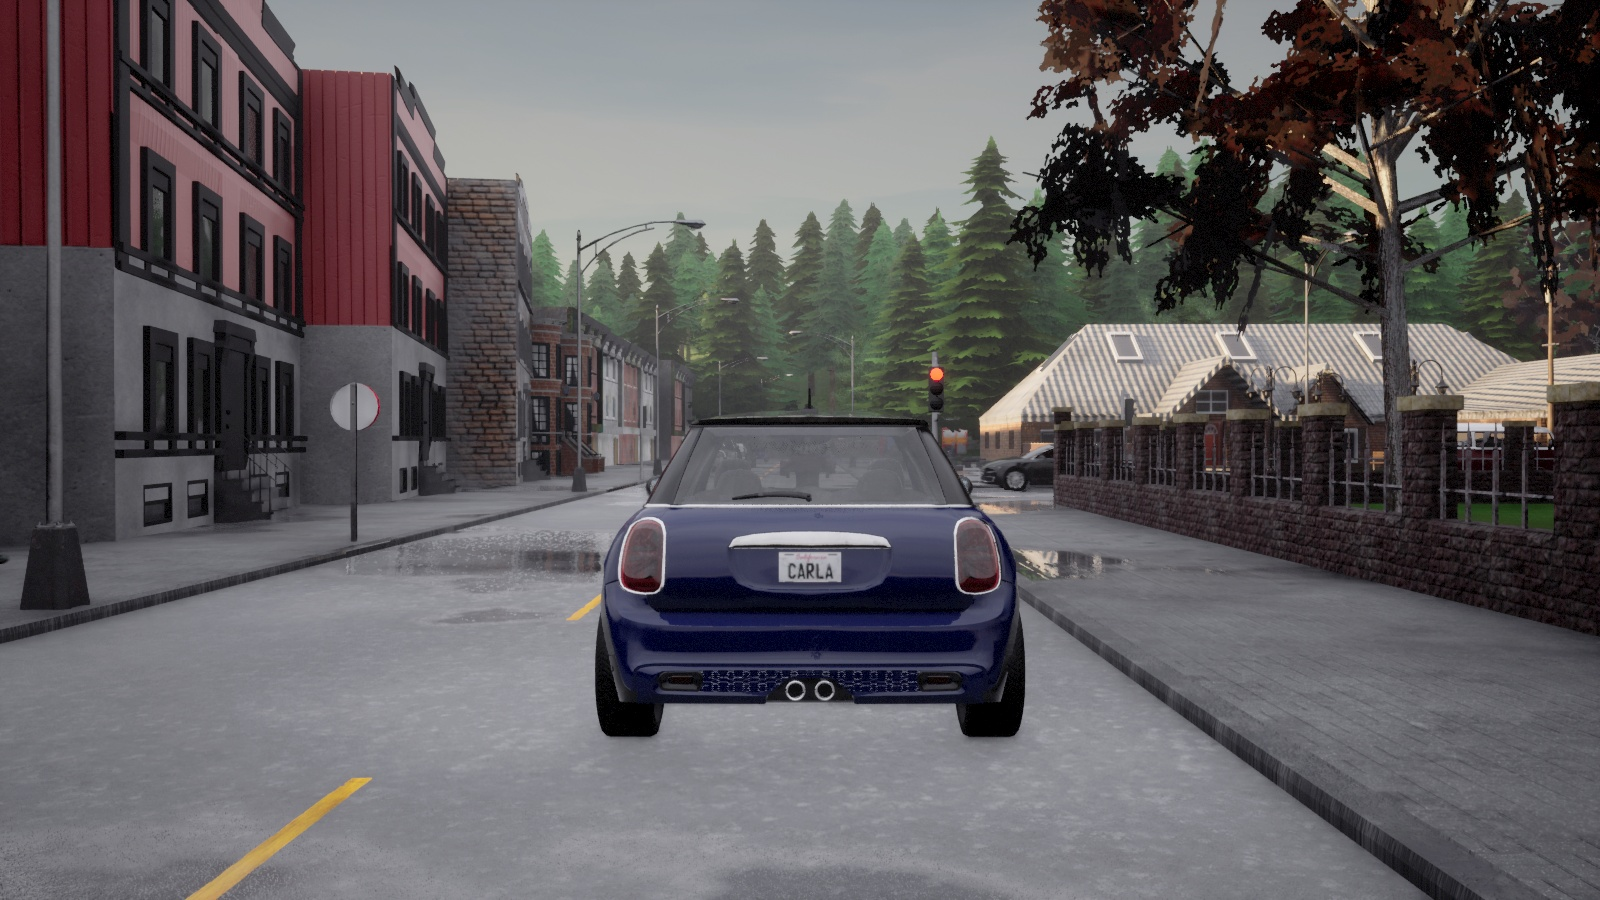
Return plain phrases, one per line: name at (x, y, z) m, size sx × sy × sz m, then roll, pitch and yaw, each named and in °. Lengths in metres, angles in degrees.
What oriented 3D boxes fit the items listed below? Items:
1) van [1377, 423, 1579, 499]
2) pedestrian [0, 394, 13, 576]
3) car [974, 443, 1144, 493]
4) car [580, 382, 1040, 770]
van at (18.718, 0.288, 34.808) m, size 4.480 × 2.038 × 2.069 m, roll 0°, pitch 0°, yaw -1°
pedestrian at (-8.688, 0.375, 13.160) m, size 0.396 × 1.930 × 0.692 m, roll 0°, pitch 0°, yaw 6°
car at (7.965, 0.538, 38.933) m, size 4.892 × 1.490 × 1.837 m, roll 0°, pitch 0°, yaw 1°
car at (0.059, 0.560, 8.001) m, size 2.097 × 1.767 × 4.553 m, roll 0°, pitch 0°, yaw 0°
